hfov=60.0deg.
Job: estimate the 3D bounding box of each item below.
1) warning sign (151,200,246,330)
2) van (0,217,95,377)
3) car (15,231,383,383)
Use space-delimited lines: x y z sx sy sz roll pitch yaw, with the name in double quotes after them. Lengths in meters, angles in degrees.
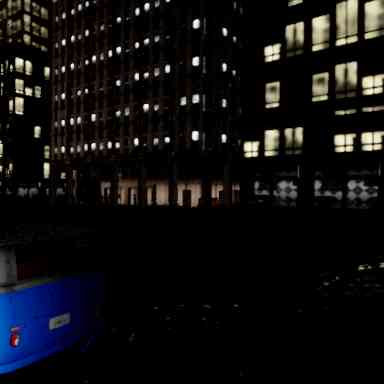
0.143 1.092 5.697 1.060 1.860 1.300 1 0 36 "warning sign"
-3.092 1.301 5.073 3.998 1.788 1.690 1 1 36 "van"
1.406 1.316 1.864 5.009 1.841 2.192 1 1 36 "car"
